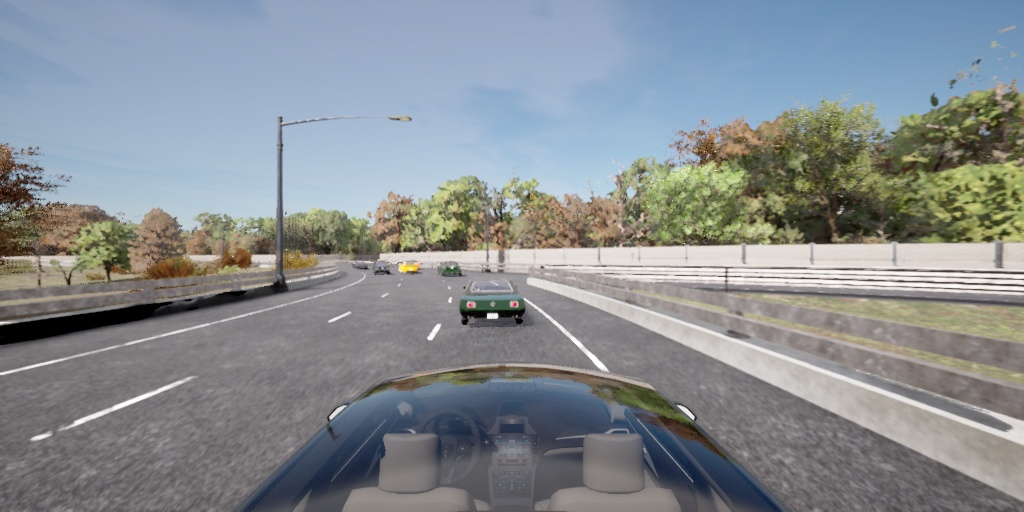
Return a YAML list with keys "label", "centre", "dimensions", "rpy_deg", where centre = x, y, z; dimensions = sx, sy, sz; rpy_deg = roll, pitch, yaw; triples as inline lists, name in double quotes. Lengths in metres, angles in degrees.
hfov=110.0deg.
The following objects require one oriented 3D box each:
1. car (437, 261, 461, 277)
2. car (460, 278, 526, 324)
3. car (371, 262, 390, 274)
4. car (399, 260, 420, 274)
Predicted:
- label: "car"
  centre: [-7.144, 1.326, 40.309]
  dimensions: [2.097, 1.767, 4.553]
  rpy_deg: [0, 0, -20]
- label: "car"
  centre: [-0.733, 1.409, 12.287]
  dimensions: [1.895, 1.301, 4.718]
  rpy_deg: [0, 0, -5]
- label: "car"
  centre: [-16.835, 1.582, 45.844]
  dimensions: [2.033, 1.411, 5.357]
  rpy_deg: [0, 0, -26]
- label: "car"
  centre: [-13.661, 1.509, 47.044]
  dimensions: [1.882, 1.535, 5.008]
  rpy_deg: [0, 0, -25]
